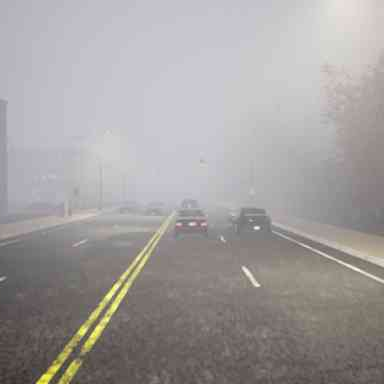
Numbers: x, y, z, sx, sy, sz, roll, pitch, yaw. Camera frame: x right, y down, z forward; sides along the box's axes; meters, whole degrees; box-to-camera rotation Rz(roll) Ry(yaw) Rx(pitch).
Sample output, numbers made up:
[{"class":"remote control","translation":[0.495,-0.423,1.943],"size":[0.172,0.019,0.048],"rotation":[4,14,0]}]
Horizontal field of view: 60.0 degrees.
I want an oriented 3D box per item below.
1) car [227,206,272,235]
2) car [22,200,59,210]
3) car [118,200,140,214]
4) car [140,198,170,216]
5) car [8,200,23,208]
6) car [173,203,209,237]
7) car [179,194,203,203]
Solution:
[{"class":"car","translation":[3.184,1.533,18.871],"size":[1.837,1.490,4.892],"rotation":[0,0,-1]},{"class":"car","translation":[-20.406,1.907,45.896],"size":[4.313,1.339,1.947],"rotation":[-1,1,-1]},{"class":"car","translation":[-6.866,1.614,37.214],"size":[2.033,1.411,5.357],"rotation":[0,0,0]},{"class":"car","translation":[-3.611,1.606,33.533],"size":[2.033,1.411,5.357],"rotation":[0,0,0]},{"class":"car","translation":[-28.828,1.924,54.320],"size":[4.403,1.369,2.008],"rotation":[-1,1,-1]},{"class":"car","translation":[-0.059,1.577,18.301],"size":[2.033,1.411,5.357],"rotation":[0,0,-1]},{"class":"car","translation":[-0.229,1.409,34.296],"size":[2.097,1.767,4.553],"rotation":[0,0,-1]}]
